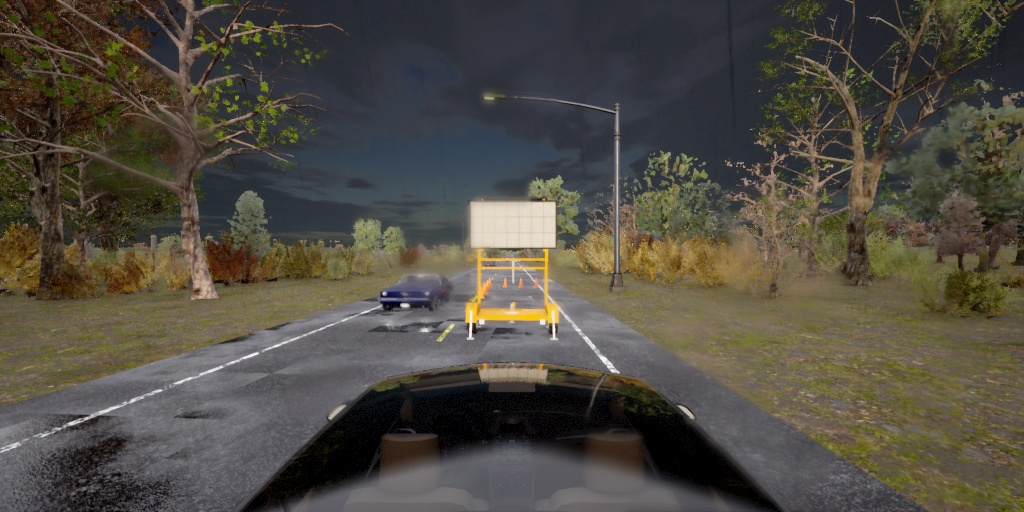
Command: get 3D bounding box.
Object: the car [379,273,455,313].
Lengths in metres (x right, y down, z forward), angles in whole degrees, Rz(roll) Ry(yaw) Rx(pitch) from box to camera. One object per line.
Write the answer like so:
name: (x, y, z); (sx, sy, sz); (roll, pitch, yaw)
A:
car: (-3.558, 1.346, 14.174); (1.895, 1.301, 4.718); (0, 0, 0)

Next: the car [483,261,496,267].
car: (-3.623, 1.226, 57.617); (1.837, 1.490, 4.892); (0, 0, 0)

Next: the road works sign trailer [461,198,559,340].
road works sign trailer: (0.038, 0.211, 9.951); (2.380, 3.560, 2.880); (0, 0, 1)
